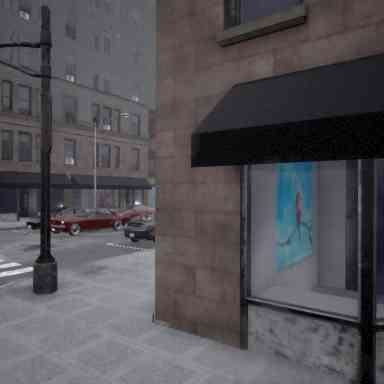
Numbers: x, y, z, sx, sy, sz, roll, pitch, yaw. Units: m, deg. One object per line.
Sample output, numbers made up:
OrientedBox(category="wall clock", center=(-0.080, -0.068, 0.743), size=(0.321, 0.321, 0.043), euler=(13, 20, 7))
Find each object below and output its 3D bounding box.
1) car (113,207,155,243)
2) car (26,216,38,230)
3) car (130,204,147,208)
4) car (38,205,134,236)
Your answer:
OrientedBox(category="car", center=(-1.253, 1.573, 15.686), size=(2.008, 1.369, 4.403), euler=(0, 0, 35))
OrientedBox(category="car", center=(-7.795, 1.564, 20.335), size=(1.947, 1.339, 4.313), euler=(0, 0, 35))
OrientedBox(category="car", center=(-4.503, 1.584, 24.966), size=(1.802, 1.307, 4.206), euler=(0, 0, 35))
OrientedBox(category="car", center=(-5.797, 1.606, 18.767), size=(1.895, 1.301, 4.718), euler=(0, 0, 35))
